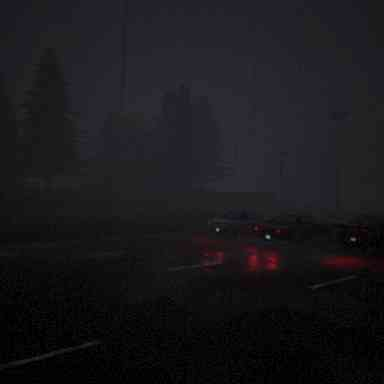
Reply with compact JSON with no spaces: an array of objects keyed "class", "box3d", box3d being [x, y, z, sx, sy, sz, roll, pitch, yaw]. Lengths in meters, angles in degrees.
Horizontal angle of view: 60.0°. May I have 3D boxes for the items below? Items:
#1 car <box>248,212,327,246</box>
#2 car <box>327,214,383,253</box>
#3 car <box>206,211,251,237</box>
[{"class":"car","box3d":[5.225,1.755,16.181,4.718,1.301,1.895,1,0,-35]},{"class":"car","box3d":[8.078,1.643,13.905,5.008,1.535,1.882,0,0,-35]},{"class":"car","box3d":[3.191,1.756,19.030,4.718,1.301,1.895,1,0,-35]}]
